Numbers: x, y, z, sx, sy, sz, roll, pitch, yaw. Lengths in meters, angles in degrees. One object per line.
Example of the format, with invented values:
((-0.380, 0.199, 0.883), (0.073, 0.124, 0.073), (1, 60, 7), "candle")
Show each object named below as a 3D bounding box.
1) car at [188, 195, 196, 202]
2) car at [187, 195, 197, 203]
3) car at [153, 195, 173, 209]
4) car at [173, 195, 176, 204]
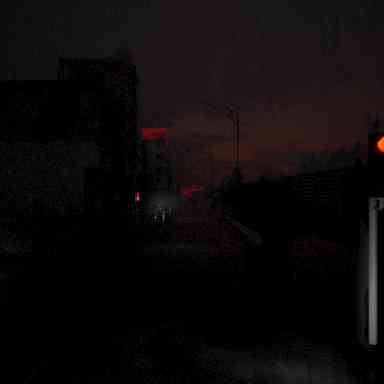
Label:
((-0.041, 1.524, 79.672), (1.812, 1.442, 4.674), (0, 0, 0), "car")
((0.062, 1.478, 69.680), (1.882, 1.535, 5.008), (0, 0, 0), "car")
((-4.118, 1.491, 44.316), (2.128, 1.511, 4.902), (0, 0, 0), "car")
((-4.117, 1.601, 53.600), (1.895, 1.301, 4.718), (0, 0, 0), "car")
